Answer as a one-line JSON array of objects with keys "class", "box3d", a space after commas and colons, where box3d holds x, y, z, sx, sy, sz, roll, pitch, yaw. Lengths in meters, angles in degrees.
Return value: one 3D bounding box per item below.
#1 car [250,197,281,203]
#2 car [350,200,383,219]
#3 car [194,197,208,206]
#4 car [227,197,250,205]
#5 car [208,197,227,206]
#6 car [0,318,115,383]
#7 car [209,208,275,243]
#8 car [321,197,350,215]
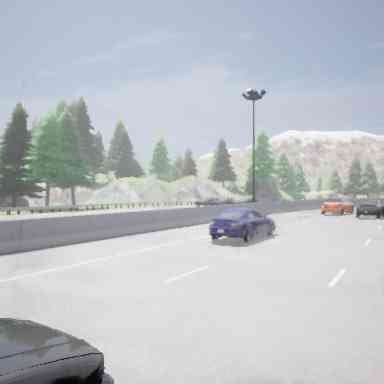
[{"class": "car", "box3d": [10.203, 1.506, 44.306, 1.837, 1.490, 4.892, 0, 0, 45]}, {"class": "car", "box3d": [15.827, 1.462, 29.218, 2.128, 1.511, 4.902, 0, 0, 38]}, {"class": "car", "box3d": [2.716, 1.499, 51.666, 2.033, 1.411, 5.357, 0, 0, 45]}, {"class": "car", "box3d": [7.714, 1.510, 46.766, 2.033, 1.411, 5.357, 0, 0, 45]}, {"class": "car", "box3d": [5.221, 1.502, 49.223, 2.033, 1.411, 5.357, 0, 0, 45]}, {"class": "car", "box3d": [-2.891, 1.546, 1.489, 2.033, 1.411, 5.357, 0, 0, 33]}, {"class": "car", "box3d": [2.486, 1.511, 16.068, 1.812, 1.442, 4.674, 0, 0, 33]}, {"class": "car", "box3d": [14.679, 1.321, 33.280, 2.097, 1.767, 4.553, 0, 0, 40]}]
